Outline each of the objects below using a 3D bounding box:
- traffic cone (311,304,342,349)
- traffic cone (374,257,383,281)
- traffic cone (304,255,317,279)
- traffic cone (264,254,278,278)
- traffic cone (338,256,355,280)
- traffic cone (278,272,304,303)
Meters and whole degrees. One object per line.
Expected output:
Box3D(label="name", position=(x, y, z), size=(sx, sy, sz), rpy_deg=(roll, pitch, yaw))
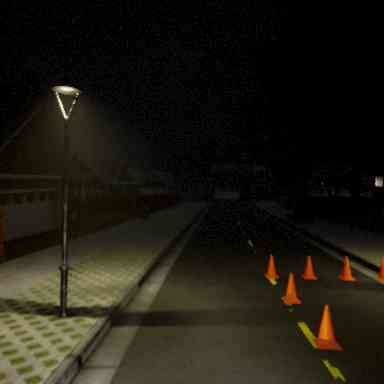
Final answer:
Box3D(label="traffic cone", position=(2.021, 1.989, 4.998), size=(0.340, 0.580, 0.340), rpy_deg=(1, 0, 2))
Box3D(label="traffic cone", position=(5.127, 2.040, 8.907), size=(0.340, 0.580, 0.340), rpy_deg=(1, 0, 4))
Box3D(label="traffic cone", position=(3.148, 2.003, 8.963), size=(0.340, 0.580, 0.340), rpy_deg=(1, 0, 2))
Box3D(label="traffic cone", position=(2.149, 1.984, 8.995), size=(0.340, 0.580, 0.340), rpy_deg=(1, 0, 2))
Box3D(label="traffic cone", position=(4.146, 2.022, 8.932), size=(0.340, 0.580, 0.340), rpy_deg=(1, 0, 2))
Box3D(label="traffic cone", position=(2.085, 1.987, 6.997), size=(0.340, 0.580, 0.340), rpy_deg=(1, 0, 2))
